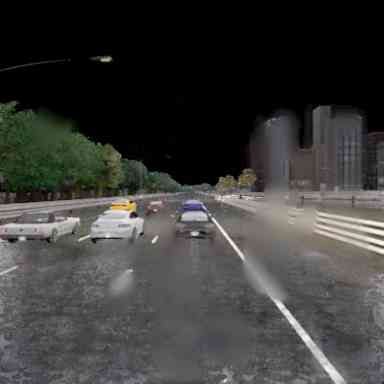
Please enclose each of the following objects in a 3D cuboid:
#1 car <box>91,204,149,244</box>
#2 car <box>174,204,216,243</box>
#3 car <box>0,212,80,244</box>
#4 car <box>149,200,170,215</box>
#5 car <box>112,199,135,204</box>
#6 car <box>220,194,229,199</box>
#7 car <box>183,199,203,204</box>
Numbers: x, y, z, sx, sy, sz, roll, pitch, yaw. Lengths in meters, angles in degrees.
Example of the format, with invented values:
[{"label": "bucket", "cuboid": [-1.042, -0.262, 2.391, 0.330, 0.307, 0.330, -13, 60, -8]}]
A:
[{"label": "car", "cuboid": [-3.399, 1.521, 15.750, 1.812, 1.442, 4.674, 0, 0, 0]}, {"label": "car", "cuboid": [0.116, 1.521, 15.829, 1.812, 1.442, 4.674, 0, 0, 0]}, {"label": "car", "cuboid": [-6.901, 1.596, 15.743, 1.895, 1.301, 4.718, 0, 0, 0]}, {"label": "car", "cuboid": [-3.398, 1.514, 33.261, 1.812, 1.442, 4.674, 0, 0, 0]}, {"label": "car", "cuboid": [-6.899, 1.465, 33.608, 1.882, 1.535, 5.008, 0, 0, 0]}, {"label": "car", "cuboid": [8.554, 1.322, 90.317, 2.033, 1.411, 5.357, 0, 0, -11]}, {"label": "car", "cuboid": [0.101, 1.465, 33.636, 1.882, 1.535, 5.008, 0, 0, 0]}]
